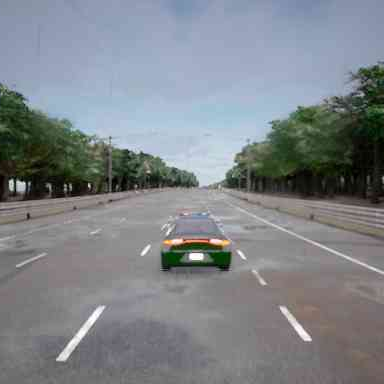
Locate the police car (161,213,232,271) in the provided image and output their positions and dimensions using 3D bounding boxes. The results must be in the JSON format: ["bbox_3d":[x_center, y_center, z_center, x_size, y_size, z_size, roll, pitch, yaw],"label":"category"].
[{"bbox_3d":[0.086,1.450,10.977,2.038,1.542,4.974,0,1,-1],"label":"police car"}]
